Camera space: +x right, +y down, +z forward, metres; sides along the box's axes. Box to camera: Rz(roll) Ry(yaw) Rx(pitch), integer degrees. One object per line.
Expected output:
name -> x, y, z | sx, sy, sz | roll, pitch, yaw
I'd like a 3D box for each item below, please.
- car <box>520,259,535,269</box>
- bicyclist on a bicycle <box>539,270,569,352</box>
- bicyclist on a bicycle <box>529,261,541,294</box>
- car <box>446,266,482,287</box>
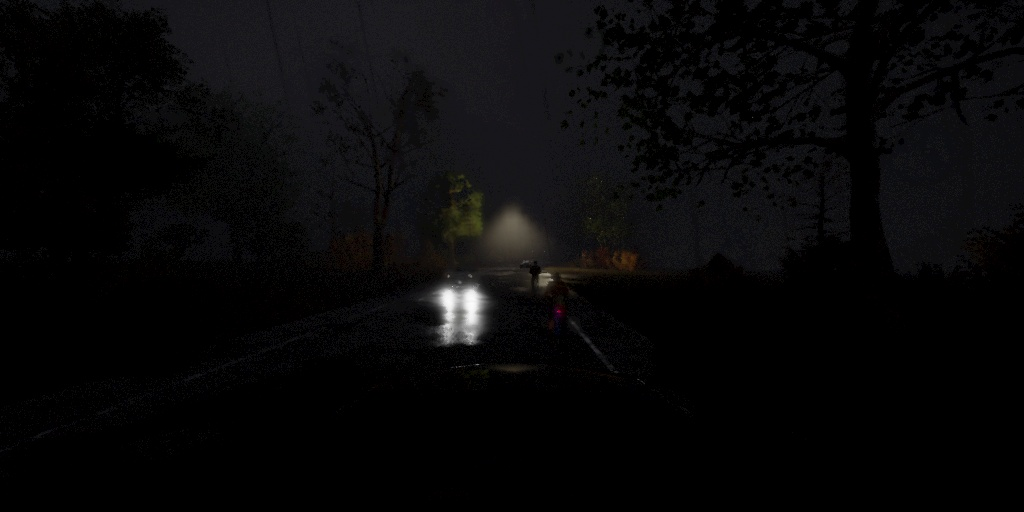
car -> 2.347, 1.417, 59.539 | 1.994, 1.385, 4.181 | 0, 0, 4
bicyclist on a bicycle -> 1.016, 1.202, 7.964 | 0.582, 1.620, 1.656 | 0, 0, 1
bicyclist on a bicycle -> 1.181, 1.124, 18.095 | 0.659, 1.776, 1.843 | 0, 0, 1
car -> -3.207, 1.355, 24.664 | 1.895, 1.301, 4.718 | 0, 0, 2
